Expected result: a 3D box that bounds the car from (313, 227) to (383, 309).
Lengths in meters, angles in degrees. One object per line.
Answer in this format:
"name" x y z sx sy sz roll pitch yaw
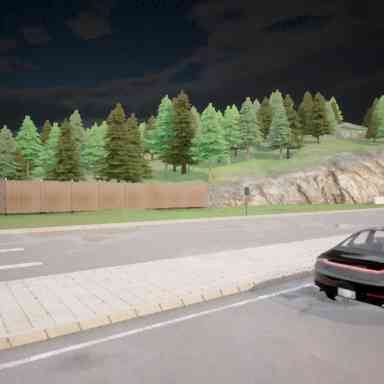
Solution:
"car" 4.576 1.491 7.006 4.902 1.511 2.128 0 0 -35
